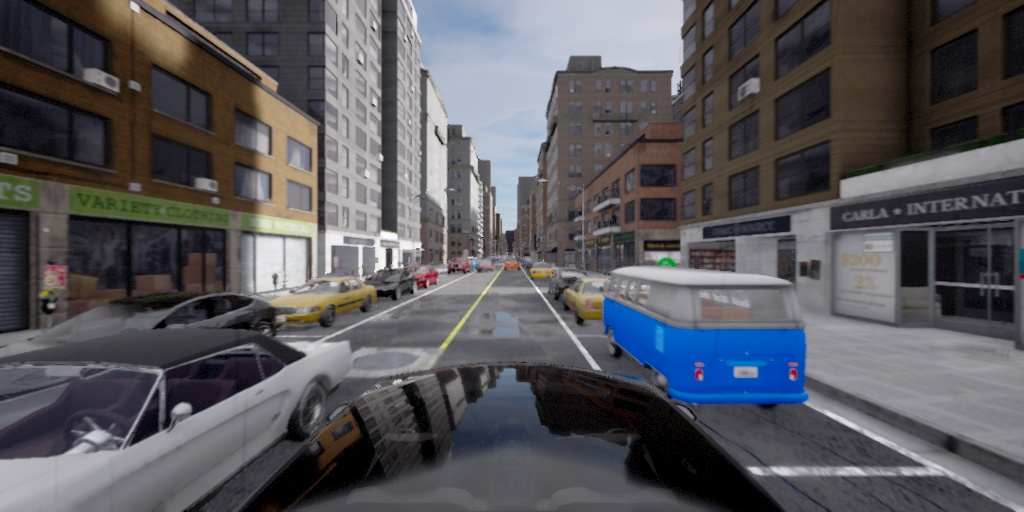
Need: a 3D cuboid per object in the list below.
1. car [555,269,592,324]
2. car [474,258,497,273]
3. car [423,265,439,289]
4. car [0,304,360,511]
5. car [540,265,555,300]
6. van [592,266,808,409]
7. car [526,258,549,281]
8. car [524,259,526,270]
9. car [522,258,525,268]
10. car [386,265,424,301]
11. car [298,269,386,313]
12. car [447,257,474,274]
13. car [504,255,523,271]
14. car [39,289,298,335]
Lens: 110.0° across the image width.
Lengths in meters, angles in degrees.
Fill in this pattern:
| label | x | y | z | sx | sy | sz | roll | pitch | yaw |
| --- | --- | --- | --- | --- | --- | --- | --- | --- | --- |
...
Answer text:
| label | x | y | z | sx | sy | sz | roll | pitch | yaw |
| --- | --- | --- | --- | --- | --- | --- | --- | --- | --- |
| car | 2.671 | 1.266 | 11.781 | 1.751 | 1.417 | 4.829 | 0 | 0 | 0 |
| car | -3.073 | 1.231 | 42.488 | 1.812 | 1.442 | 4.674 | 0 | 0 | 0 |
| car | -5.852 | 1.274 | 22.943 | 1.888 | 1.381 | 4.507 | 0 | 0 | 0 |
| car | -3.092 | 1.351 | 2.602 | 1.895 | 1.301 | 4.718 | 0 | 0 | 0 |
| car | 2.672 | 1.285 | 17.281 | 2.007 | 1.370 | 4.403 | 0 | 0 | 0 |
| van | 2.670 | 1.087 | 5.942 | 1.690 | 1.789 | 3.998 | 0 | 0 | 0 |
| car | 2.357 | 1.178 | 29.450 | 1.801 | 1.575 | 5.366 | 0 | 0 | 0 |
| car | 2.677 | 1.273 | 39.959 | 1.948 | 1.339 | 4.313 | 0 | 0 | 0 |
| car | 2.678 | 1.267 | 45.628 | 1.948 | 1.339 | 4.313 | 0 | 0 | 0 |
| car | -5.853 | 1.302 | 17.275 | 1.948 | 1.339 | 4.313 | 0 | 0 | 0 |
| car | -5.855 | 1.267 | 11.436 | 1.751 | 1.417 | 4.829 | 0 | 0 | 0 |
| car | -5.849 | 1.023 | 39.948 | 2.192 | 1.841 | 5.009 | 0 | 0 | 0 |
| car | 0.025 | 1.048 | 49.310 | 2.097 | 1.767 | 4.553 | 0 | 0 | 0 |
| car | -5.856 | 1.313 | 5.938 | 1.948 | 1.339 | 4.313 | 0 | 0 | 0 |
